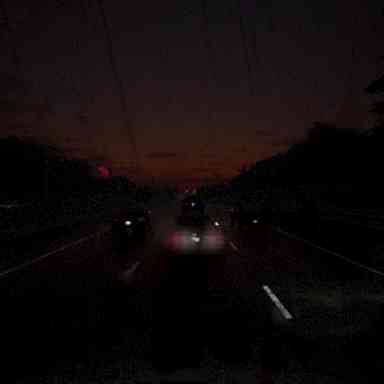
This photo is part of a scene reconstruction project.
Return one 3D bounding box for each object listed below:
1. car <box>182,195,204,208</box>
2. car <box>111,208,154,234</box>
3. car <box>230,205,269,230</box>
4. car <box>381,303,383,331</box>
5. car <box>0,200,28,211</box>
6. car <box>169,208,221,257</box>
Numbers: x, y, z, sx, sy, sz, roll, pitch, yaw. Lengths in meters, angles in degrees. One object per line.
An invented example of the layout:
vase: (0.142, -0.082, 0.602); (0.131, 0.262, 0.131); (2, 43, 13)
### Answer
car: (0.096, 1.347, 35.333); (2.150, 2.045, 5.566); (0, 0, 0)
car: (-3.401, 1.622, 19.686); (1.994, 1.385, 4.181); (0, 0, 0)
car: (3.598, 1.541, 21.422); (1.882, 1.535, 5.008); (0, 0, 0)
car: (3.600, 1.483, 2.684); (1.882, 1.535, 5.008); (0, 0, 0)
car: (-21.004, 1.720, 38.908); (1.812, 1.442, 4.674); (0, 0, 0)
car: (0.099, 1.585, 13.154); (2.033, 1.411, 5.357); (0, 0, 0)
